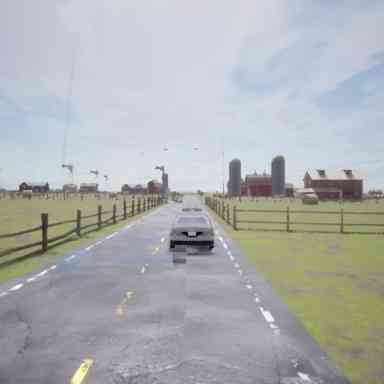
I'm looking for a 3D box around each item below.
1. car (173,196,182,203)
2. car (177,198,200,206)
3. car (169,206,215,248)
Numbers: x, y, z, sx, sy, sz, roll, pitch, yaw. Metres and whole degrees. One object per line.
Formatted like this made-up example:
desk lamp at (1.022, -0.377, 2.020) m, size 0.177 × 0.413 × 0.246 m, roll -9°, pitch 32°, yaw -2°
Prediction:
car at (-2.751, 1.583, 68.653) m, size 1.837 × 1.490 × 4.892 m, roll 0°, pitch 0°, yaw 0°
car at (0.000, 1.570, 29.650) m, size 2.033 × 1.411 × 5.357 m, roll 0°, pitch 0°, yaw 0°
car at (0.000, 1.565, 14.650) m, size 2.033 × 1.411 × 5.357 m, roll 0°, pitch 0°, yaw 0°
